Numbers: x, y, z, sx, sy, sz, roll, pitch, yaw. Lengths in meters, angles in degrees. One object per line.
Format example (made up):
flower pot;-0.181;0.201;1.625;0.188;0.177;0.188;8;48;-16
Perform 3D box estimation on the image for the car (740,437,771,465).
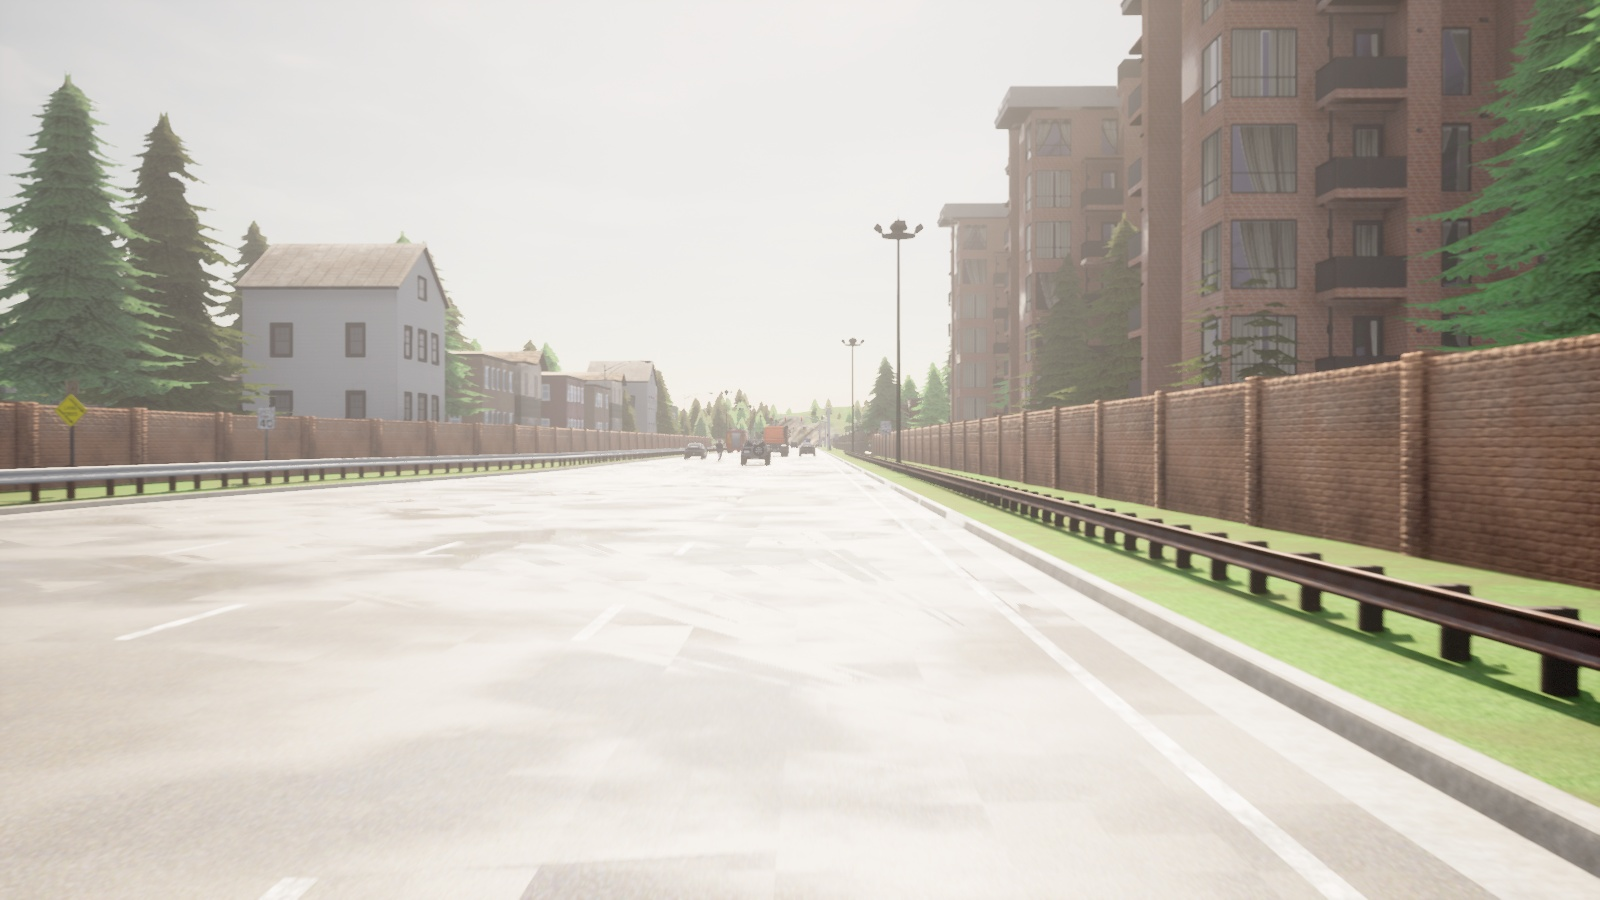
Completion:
car;-2.999;0.080;85.614;1.932;1.855;4.605;0;0;0
